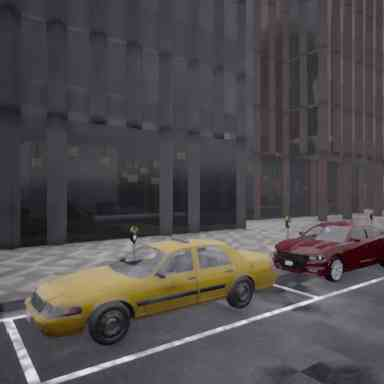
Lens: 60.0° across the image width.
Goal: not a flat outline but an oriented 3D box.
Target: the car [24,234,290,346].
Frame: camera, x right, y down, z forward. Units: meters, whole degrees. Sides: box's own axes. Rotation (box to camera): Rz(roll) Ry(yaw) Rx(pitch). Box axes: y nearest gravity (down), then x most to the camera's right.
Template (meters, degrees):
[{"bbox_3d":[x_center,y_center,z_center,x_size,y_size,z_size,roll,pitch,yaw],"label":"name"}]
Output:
[{"bbox_3d":[-0.461,1.523,6.321,4.829,1.417,1.752,0,0,-35],"label":"car"}]

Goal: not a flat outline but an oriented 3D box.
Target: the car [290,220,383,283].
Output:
[{"bbox_3d":[4.266,1.542,9.693,4.507,1.381,1.887,0,0,-35],"label":"car"}]
